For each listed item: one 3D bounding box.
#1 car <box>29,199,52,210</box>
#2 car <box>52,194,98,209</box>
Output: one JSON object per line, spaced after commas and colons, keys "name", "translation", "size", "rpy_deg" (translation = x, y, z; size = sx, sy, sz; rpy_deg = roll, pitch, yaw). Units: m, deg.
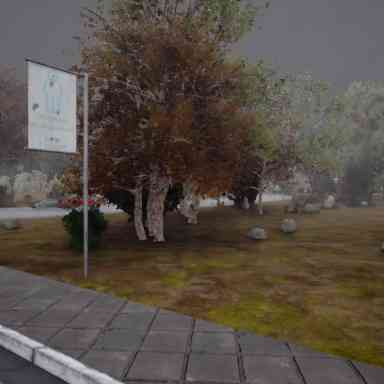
{"name": "car", "translation": [-18.959, 1.552, 43.581], "size": [1.994, 1.385, 4.181], "rpy_deg": [0, 0, 39]}
{"name": "car", "translation": [-14.730, 1.206, 43.279], "size": [2.150, 2.045, 5.566], "rpy_deg": [0, 0, 38]}
